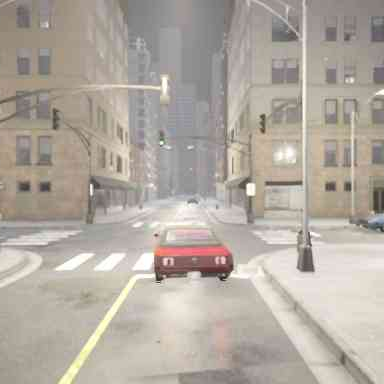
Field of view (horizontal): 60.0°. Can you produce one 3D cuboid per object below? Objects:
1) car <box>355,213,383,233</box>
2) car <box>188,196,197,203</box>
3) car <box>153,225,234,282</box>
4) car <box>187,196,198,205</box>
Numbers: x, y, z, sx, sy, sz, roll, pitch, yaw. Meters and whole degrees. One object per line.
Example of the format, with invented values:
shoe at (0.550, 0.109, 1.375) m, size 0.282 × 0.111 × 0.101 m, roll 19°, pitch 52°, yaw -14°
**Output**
car at (12.179, 1.526, 18.594) m, size 5.357 × 1.411 × 2.033 m, roll 0°, pitch 0°, yaw 3°
car at (0.033, 1.618, 70.906) m, size 1.895 × 1.301 × 4.718 m, roll 0°, pitch 0°, yaw 0°
car at (-0.182, 1.608, 9.800) m, size 1.895 × 1.301 × 4.718 m, roll 0°, pitch 0°, yaw -6°
car at (0.124, 1.551, 60.977) m, size 1.812 × 1.442 × 4.674 m, roll 0°, pitch 0°, yaw 0°
